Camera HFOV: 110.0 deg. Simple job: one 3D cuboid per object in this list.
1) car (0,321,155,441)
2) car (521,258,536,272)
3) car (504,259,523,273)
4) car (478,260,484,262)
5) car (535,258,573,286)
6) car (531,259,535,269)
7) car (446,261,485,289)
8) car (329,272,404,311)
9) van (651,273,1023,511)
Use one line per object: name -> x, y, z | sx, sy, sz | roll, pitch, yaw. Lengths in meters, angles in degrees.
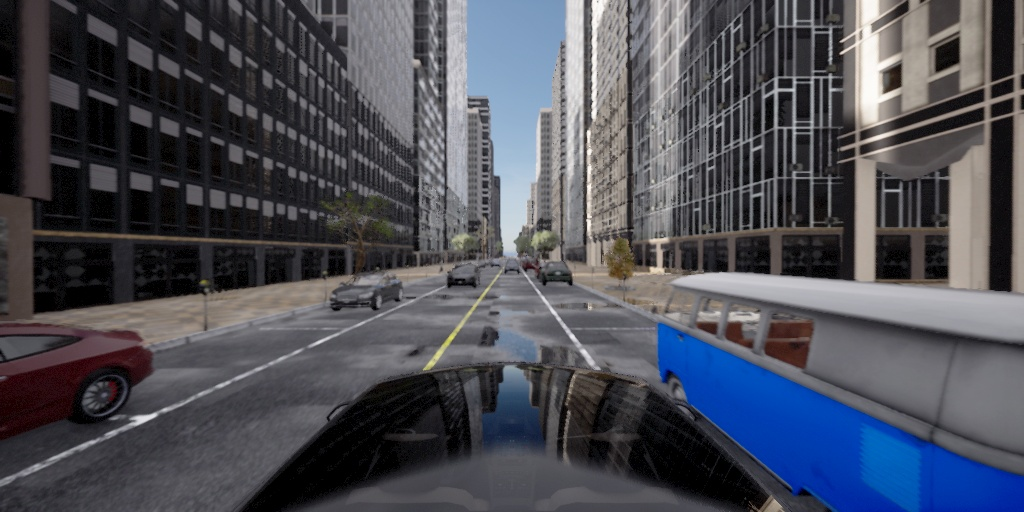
car -> -5.692, 1.336, 3.163 | 1.802, 1.307, 4.207 | 0, 0, 0
car -> 2.692, 1.174, 48.631 | 2.192, 1.841, 5.009 | 0, 0, 0
car -> 0.020, 1.407, 44.563 | 2.033, 1.411, 5.357 | 0, 0, 0
car -> -5.688, 1.398, 54.145 | 1.751, 1.417, 4.829 | 0, 0, 0
car -> 3.114, 1.160, 26.334 | 2.097, 1.767, 4.553 | 0, 0, 0
car -> 3.142, 1.301, 33.364 | 1.882, 1.535, 5.008 | 0, 0, 0
car -> -3.098, 1.307, 23.798 | 1.837, 1.490, 4.892 | 0, 0, 0
car -> -5.691, 1.331, 14.530 | 2.007, 1.370, 4.403 | 0, 0, 0
van -> 2.689, 1.094, 3.162 | 1.690, 1.789, 3.998 | 0, 0, 0
